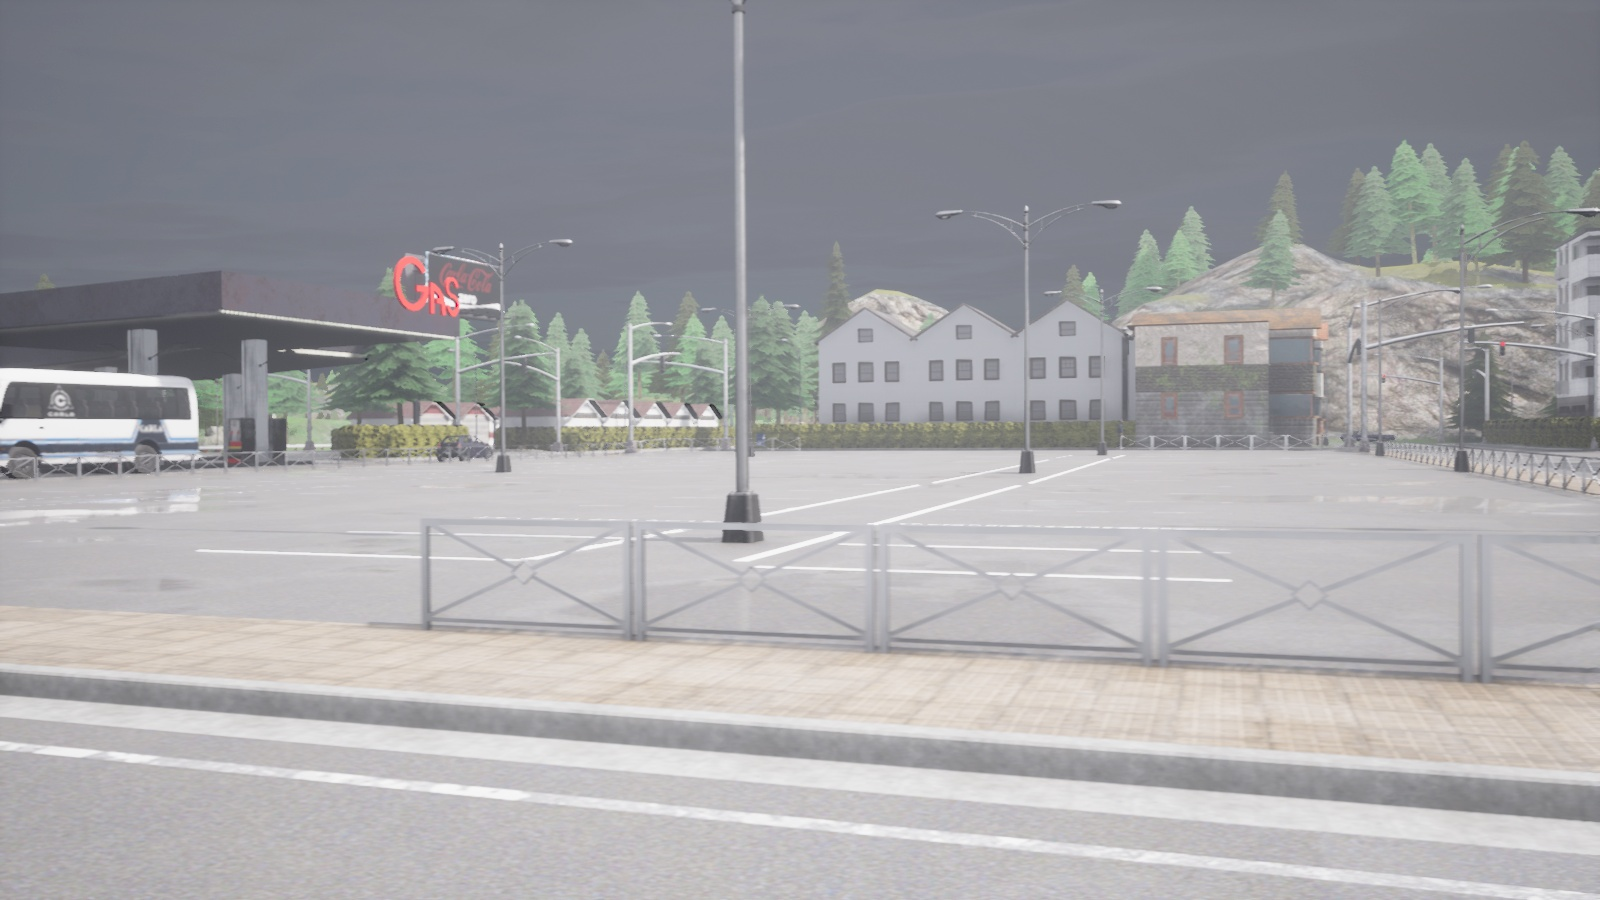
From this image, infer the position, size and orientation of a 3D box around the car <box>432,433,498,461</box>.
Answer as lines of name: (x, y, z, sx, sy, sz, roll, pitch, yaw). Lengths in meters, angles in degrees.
car: (-18.871, -0.182, 70.886, 1.845, 1.501, 3.633, 0, 1, 19)

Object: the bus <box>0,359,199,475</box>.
bus: (-29.774, -1.271, 50.557, 3.944, 4.253, 10.273, 0, 1, 19)
